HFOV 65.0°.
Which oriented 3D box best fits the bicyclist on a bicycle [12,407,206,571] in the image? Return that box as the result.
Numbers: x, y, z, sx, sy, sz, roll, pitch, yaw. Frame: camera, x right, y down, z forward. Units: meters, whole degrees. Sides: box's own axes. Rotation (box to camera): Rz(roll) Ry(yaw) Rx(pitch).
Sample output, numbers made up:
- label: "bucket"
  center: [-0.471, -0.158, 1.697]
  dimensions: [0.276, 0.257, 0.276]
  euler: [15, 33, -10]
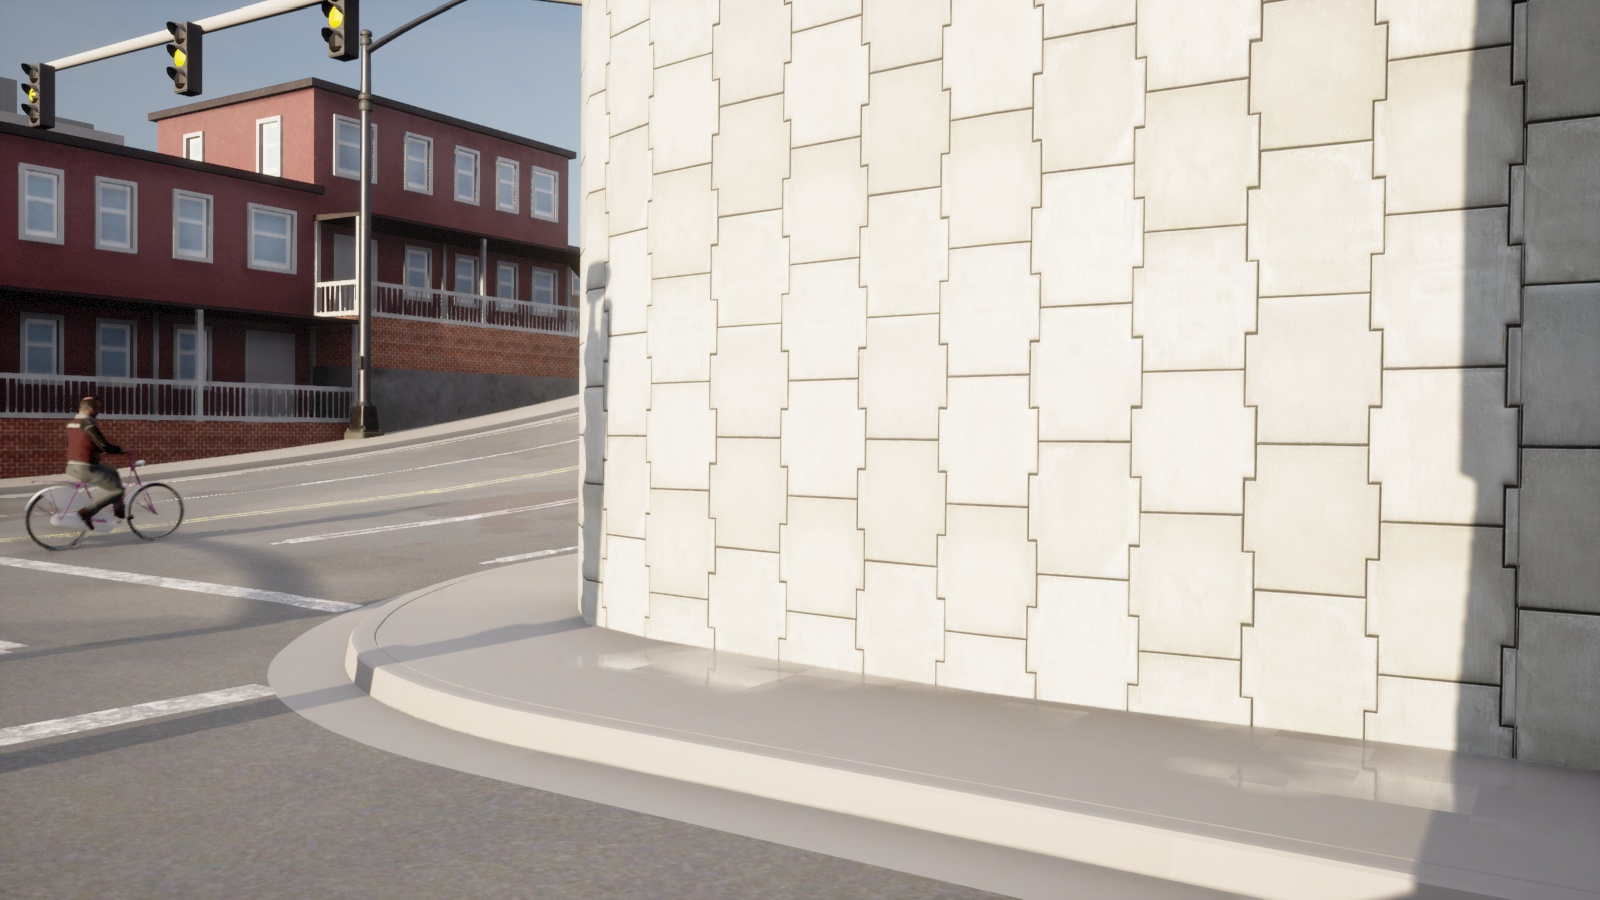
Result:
- label: "bicyclist on a bicycle"
  center: [-8.090, 0.405, 14.791]
  dimensions: [0.659, 1.776, 1.843]
  euler: [0, 3, 33]
